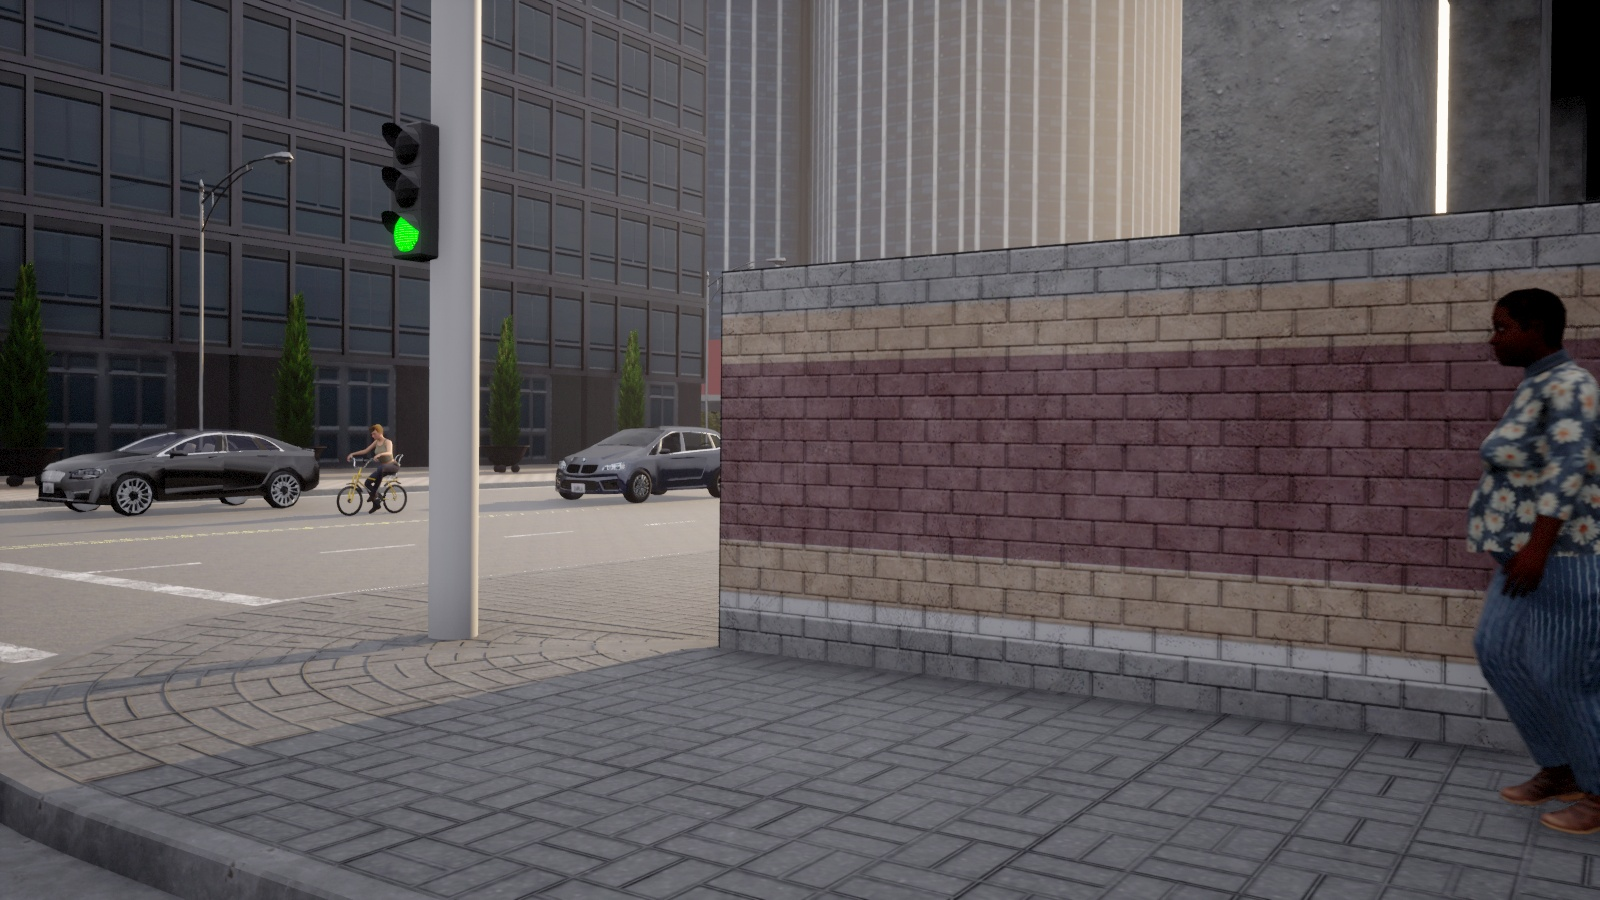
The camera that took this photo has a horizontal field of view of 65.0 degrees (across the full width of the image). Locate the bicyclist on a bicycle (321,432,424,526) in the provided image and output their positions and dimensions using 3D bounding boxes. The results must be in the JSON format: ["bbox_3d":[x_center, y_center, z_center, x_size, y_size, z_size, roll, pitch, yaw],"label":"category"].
[{"bbox_3d":[-7.597,0.487,22.361,0.866,1.612,1.509,0,1,34],"label":"bicyclist on a bicycle"}]

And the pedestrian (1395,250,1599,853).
[{"bbox_3d":[2.555,0.307,4.289,0.900,1.855,0.874,0,1,22],"label":"pedestrian"}]

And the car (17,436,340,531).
[{"bbox_3d":[-11.276,0.529,23.165,2.128,1.511,4.902,0,1,34],"label":"car"}]

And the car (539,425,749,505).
[{"bbox_3d":[-3.441,0.272,28.584,2.242,1.667,4.611,0,1,34],"label":"car"}]
